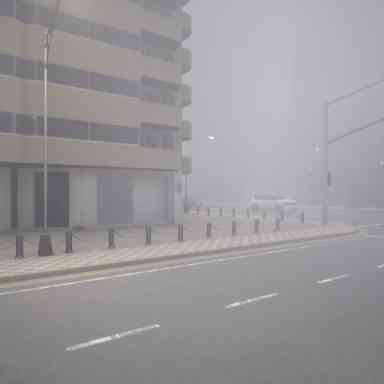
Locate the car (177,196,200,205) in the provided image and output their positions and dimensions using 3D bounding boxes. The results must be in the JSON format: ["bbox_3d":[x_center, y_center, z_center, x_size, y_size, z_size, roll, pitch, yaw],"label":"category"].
[{"bbox_3d":[-0.734,1.449,60.600,1.837,1.490,4.892,0,0,-34],"label":"car"}]

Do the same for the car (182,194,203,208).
[{"bbox_3d":[-0.423,1.436,47.659,2.128,1.511,4.902,0,0,-35],"label":"car"}]

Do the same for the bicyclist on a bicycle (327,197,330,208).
[{"bbox_3d":[17.369,1.245,43.071,1.656,1.620,0.582,0,0,-35],"label":"bicyclist on a bicycle"}]

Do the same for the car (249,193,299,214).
[{"bbox_3d":[8.477,1.167,34.929,2.150,2.045,5.566,0,0,-35],"label":"car"}]
